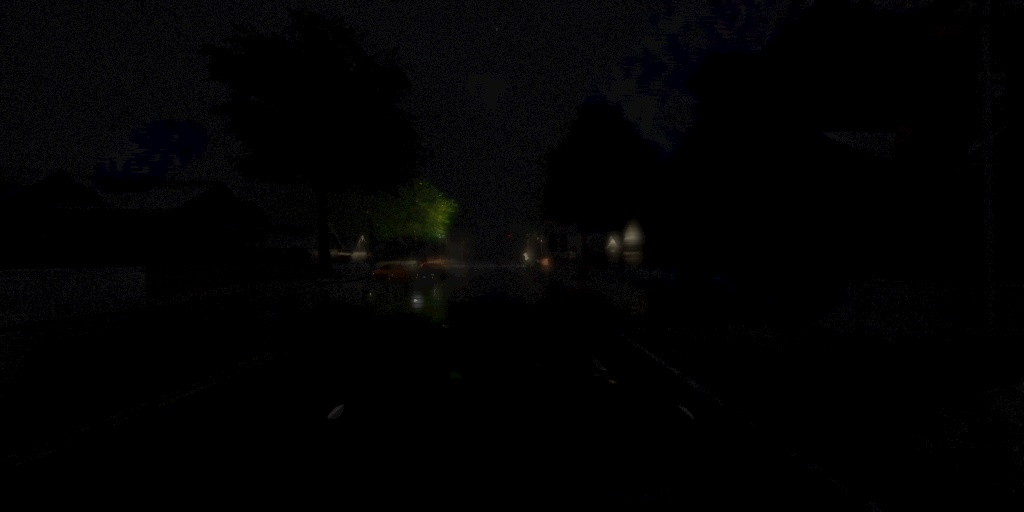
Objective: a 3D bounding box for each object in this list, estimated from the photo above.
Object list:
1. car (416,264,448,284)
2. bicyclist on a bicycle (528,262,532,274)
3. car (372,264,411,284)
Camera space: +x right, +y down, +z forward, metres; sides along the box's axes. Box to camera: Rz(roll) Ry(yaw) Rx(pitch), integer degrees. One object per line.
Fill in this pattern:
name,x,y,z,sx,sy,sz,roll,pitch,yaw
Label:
car,-6.586,1.468,30.002,1.837,1.490,4.892,0,0,0
bicyclist on a bicycle,2.285,1.553,46.885,0.582,1.620,1.656,1,3,1
car,-9.837,1.437,29.525,1.882,1.535,5.008,0,0,0
